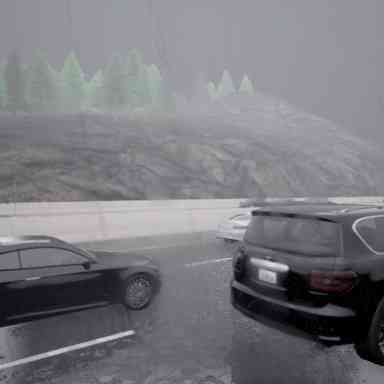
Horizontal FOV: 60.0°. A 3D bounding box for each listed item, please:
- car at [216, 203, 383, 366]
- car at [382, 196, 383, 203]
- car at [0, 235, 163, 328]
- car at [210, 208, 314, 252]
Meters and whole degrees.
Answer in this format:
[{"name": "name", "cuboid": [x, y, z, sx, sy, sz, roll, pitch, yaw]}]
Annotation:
[{"name": "car", "cuboid": [3.200, 1.222, 6.032, 5.566, 2.045, 2.150, 0, 0, -36]}, {"name": "car", "cuboid": [40.344, 1.555, 67.076, 4.181, 1.385, 1.994, 0, 0, -36]}, {"name": "car", "cuboid": [-2.771, 1.526, 6.070, 4.674, 1.442, 1.812, 0, 0, -36]}, {"name": "car", "cuboid": [3.171, 1.526, 14.612, 4.674, 1.442, 1.812, 0, 0, -36]}]
